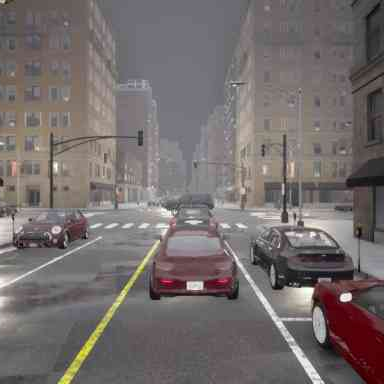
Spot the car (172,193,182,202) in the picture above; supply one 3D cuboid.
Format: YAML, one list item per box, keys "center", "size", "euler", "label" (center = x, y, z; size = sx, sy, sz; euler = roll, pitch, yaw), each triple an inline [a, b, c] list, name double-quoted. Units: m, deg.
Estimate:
- center: [-3.541, 1.336, 77.897]
  size: [2.150, 2.045, 5.566]
  euler: [0, 0, -1]
  label: "car"

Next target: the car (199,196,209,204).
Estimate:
- center: [2.294, 1.595, 63.959]
  size: [1.752, 1.417, 4.829]
  euler: [0, 0, -1]
  label: "car"

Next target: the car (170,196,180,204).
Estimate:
- center: [-3.440, 1.604, 67.366]
  size: [1.812, 1.442, 4.674]
  euler: [0, 0, 0]
  label: "car"

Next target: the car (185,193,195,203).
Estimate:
- center: [-0.427, 1.315, 72.145]
  size: [2.150, 2.045, 5.566]
  euler: [0, 0, -1]
  label: "car"

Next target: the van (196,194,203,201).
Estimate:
- center: [1.975, 1.504, 91.323]
  size: [1.690, 1.788, 3.998]
  euler: [0, 0, -1]
  label: "van"

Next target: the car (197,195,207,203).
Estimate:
- center: [2.167, 1.541, 74.803]
  size: [1.967, 1.590, 4.097]
  euler: [0, 0, -1]
  label: "car"

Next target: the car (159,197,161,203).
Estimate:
- center: [-3.277, 1.390, 48.565]
  size: [2.097, 1.767, 4.553]
  euler: [0, 0, -1]
  label: "car"

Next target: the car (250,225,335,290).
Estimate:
- center: [2.656, 1.553, 8.849]
  size: [2.008, 1.369, 4.403]
  euler: [0, 0, 0]
  label: "car"

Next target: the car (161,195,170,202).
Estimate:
- center: [-6.421, 1.559, 80.219]
  size: [1.967, 1.590, 4.097]
  euler: [0, 0, -1]
  label: "car"

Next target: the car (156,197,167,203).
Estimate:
- center: [-6.294, 1.665, 69.202]
  size: [1.802, 1.307, 4.206]
  euler: [0, 0, -1]
  label: "car"

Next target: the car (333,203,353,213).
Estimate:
- center: [18.517, 1.740, 37.289]
  size: [4.718, 1.301, 1.895]
  euler: [0, 0, 0]
  label: "car"

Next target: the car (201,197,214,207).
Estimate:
- center: [2.424, 1.590, 52.775]
  size: [1.887, 1.381, 4.507]
  euler: [0, 0, -1]
  label: "car"

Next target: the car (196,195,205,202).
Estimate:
- center: [2.103, 1.560, 80.309]
  size: [1.967, 1.590, 4.097]
  euler: [0, 0, -1]
  label: "car"

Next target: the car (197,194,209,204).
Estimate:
- center: [2.232, 1.399, 69.296]
  size: [2.192, 1.841, 5.009]
  euler: [0, 0, -1]
  label: "car"

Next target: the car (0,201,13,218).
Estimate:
- center: [-17.352, 1.253, 27.051]
  size: [4.553, 1.767, 2.097]
  euler: [0, 0, 0]
  label: "car"

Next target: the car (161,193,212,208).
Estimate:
- center: [-0.273, 1.240, 37.132]
  size: [5.566, 2.045, 2.150]
  euler: [0, 0, -1]
  label: "car"

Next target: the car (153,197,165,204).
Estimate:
- center: [-6.229, 1.613, 63.695]
  size: [1.887, 1.381, 4.507]
  euler: [0, 0, -1]
  label: "car"

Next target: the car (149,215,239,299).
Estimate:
- center: [0.018, 1.528, 8.313]
  size: [1.812, 1.442, 4.674]
  euler: [0, 0, -1]
  label: "car"

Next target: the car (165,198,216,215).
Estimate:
- center: [0.064, 1.358, 15.690]
  size: [2.097, 1.767, 4.553]
  euler: [0, 0, 0]
  label: "car"

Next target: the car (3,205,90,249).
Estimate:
- center: [-5.881, 1.445, 14.318]
  size: [1.967, 1.590, 4.097]
  euler: [0, 0, 0]
  label: "car"

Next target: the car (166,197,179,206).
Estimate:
- center: [-3.386, 1.619, 57.579]
  size: [1.994, 1.385, 4.181]
  euler: [0, 0, 0]
  label: "car"

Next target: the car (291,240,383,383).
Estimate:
- center: [2.669, 1.545, 3.358]
  size: [1.887, 1.381, 4.507]
  euler: [0, 0, 0]
  label: "car"

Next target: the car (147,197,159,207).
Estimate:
- center: [-6.100, 1.595, 52.680]
  size: [2.008, 1.369, 4.403]
  euler: [0, 0, -1]
  label: "car"
